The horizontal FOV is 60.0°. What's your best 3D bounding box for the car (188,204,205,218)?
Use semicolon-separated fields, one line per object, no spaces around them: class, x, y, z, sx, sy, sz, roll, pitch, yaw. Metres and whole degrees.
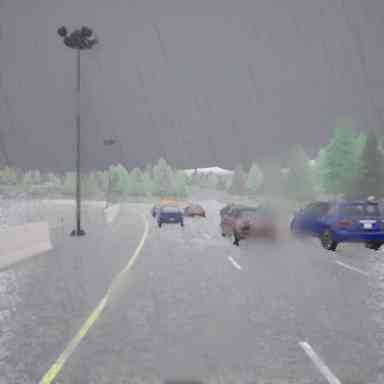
car;0.161;2.047;36.609;1.994;1.385;4.181;0;-1;-10

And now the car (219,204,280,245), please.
car;2.767;1.569;17.105;2.097;1.767;4.553;0;-1;-5

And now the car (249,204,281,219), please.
car;7.658;2.002;35.172;1.994;1.385;4.181;0;-1;-8

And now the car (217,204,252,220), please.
car;4.196;1.981;33.941;2.033;1.411;5.357;0;-1;-9

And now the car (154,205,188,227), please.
car;-1.765;1.831;26.278;1.882;1.535;5.008;0;-1;-8

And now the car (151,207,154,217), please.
car;-3.571;2.109;37.597;1.895;1.301;4.718;0;-1;-11

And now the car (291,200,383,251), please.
car;6.455;1.401;15.254;2.150;2.045;5.566;0;-1;-4
